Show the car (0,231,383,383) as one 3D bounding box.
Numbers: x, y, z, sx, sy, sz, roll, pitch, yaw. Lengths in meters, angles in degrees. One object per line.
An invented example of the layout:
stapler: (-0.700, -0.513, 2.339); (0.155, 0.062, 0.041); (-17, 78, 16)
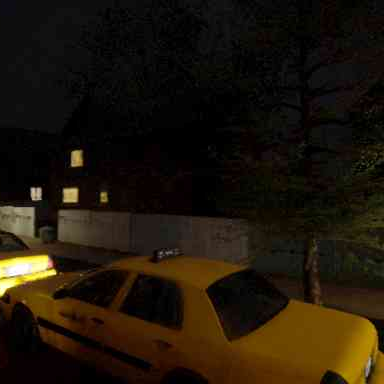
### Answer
car: (-0.560, 1.484, 4.376); (5.366, 1.575, 1.801); (0, 0, 36)

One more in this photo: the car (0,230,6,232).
car: (-5.404, 1.490, 7.918); (5.366, 1.575, 1.801); (0, 0, 36)
